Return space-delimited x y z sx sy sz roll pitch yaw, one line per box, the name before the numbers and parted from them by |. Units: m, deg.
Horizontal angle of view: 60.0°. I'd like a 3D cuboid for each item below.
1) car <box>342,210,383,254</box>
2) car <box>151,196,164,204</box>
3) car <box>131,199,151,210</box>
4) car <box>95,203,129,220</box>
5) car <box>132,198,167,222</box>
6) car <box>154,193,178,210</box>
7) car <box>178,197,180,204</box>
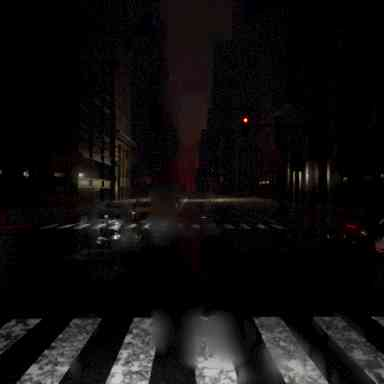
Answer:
car | 8.087 1.381 11.979 4.892 1.490 1.837 -1 2 12
car | -6.549 1.541 63.785 1.895 1.301 4.718 0 0 0
car | -6.626 1.573 43.565 1.895 1.301 4.718 0 0 0
car | -6.629 1.587 28.007 1.895 1.301 4.718 0 0 0
car | -3.365 1.465 26.663 1.882 1.535 5.008 0 0 0
car | -3.380 1.196 43.461 2.150 2.045 5.566 0 0 0
car | -3.303 1.434 63.299 2.128 1.511 4.902 0 0 0
